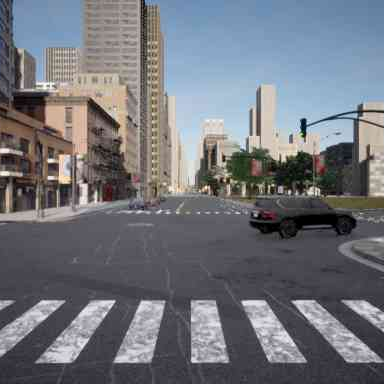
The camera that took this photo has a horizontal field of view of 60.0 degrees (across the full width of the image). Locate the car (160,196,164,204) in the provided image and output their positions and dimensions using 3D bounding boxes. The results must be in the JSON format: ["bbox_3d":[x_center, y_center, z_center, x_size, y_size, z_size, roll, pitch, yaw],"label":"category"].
[{"bbox_3d":[-6.599,1.491,59.647,1.994,1.385,4.181,0,0,0],"label":"car"}]

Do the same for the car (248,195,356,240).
[{"bbox_3d":[5.613,1.191,16.995,5.566,2.045,2.150,0,0,-19],"label":"car"}]

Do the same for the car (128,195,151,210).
[{"bbox_3d":[-6.637,1.483,41.544,1.812,1.442,4.674,0,0,0],"label":"car"}]

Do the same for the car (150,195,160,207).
[{"bbox_3d":[-6.616,1.294,50.596,2.097,1.767,4.553,0,0,0],"label":"car"}]

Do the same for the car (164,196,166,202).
[{"bbox_3d":[-6.520,1.501,69.779,1.895,1.301,4.718,0,0,0],"label":"car"}]
